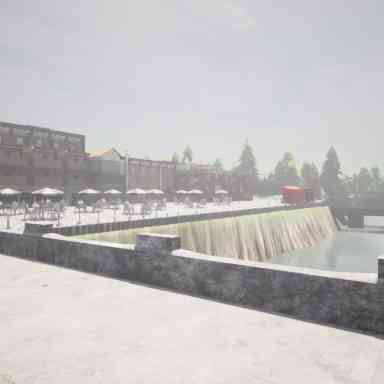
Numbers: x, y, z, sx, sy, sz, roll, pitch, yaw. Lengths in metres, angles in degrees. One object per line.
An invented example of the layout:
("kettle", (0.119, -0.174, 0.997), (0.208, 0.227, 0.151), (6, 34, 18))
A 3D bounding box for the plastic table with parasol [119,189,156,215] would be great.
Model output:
("plastic table with parasol", (-5.329, 0.925, 32.530), (2.482, 2.480, 2.482), (0, 0, 35))

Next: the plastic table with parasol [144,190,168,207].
("plastic table with parasol", (-5.282, 0.925, 49.207), (2.482, 2.480, 2.482), (0, 0, 35))

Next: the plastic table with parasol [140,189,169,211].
("plastic table with parasol", (-4.571, 0.925, 40.219), (2.482, 2.480, 2.482), (0, 0, 35))
